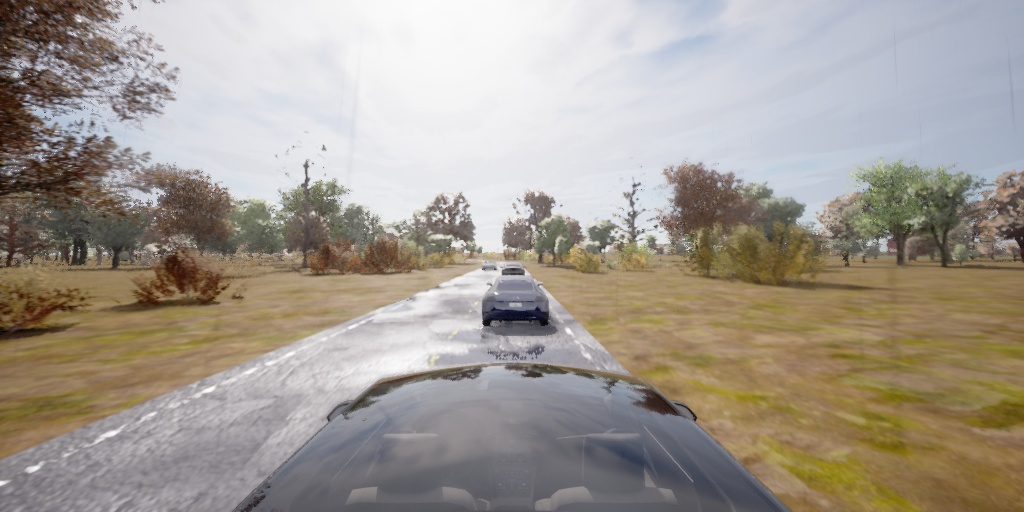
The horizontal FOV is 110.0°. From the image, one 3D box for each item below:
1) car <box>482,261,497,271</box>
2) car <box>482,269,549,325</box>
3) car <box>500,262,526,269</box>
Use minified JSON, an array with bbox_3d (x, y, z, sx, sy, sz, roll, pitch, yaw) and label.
[{"bbox_3d":[-3.047,1.334,48.758,1.895,1.301,4.718,0,0,1],"label":"car"},{"bbox_3d":[0.099,1.314,11.853,1.994,1.385,4.181,0,0,0],"label":"car"},{"bbox_3d":[0.098,1.250,29.416,1.837,1.490,4.892,0,0,0],"label":"car"}]
